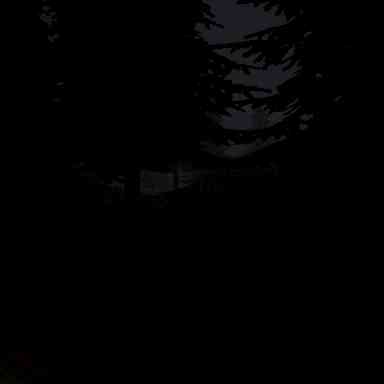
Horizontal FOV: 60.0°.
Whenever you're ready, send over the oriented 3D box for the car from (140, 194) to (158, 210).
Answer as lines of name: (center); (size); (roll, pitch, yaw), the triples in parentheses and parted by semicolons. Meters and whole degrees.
car: (-6.466, 1.206, 39.262); (2.150, 2.045, 5.566); (0, 0, 37)
